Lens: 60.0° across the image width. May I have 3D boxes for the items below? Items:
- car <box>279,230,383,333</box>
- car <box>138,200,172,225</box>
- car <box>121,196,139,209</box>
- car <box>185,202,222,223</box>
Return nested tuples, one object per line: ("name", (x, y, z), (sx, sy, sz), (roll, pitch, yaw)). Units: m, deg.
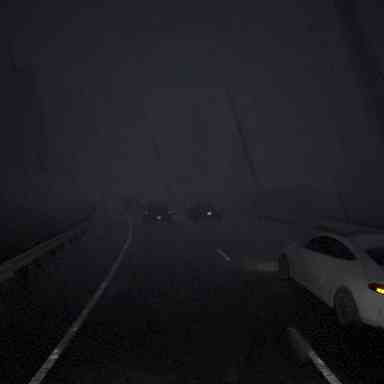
("car", (3.231, 1.477, 6.622), (1.812, 1.442, 4.674), (0, 0, -4))
("car", (-2.492, 1.390, 22.878), (1.812, 1.442, 4.674), (0, 0, -11))
("car", (-7.440, 1.273, 40.227), (1.837, 1.490, 4.892), (0, 0, -20))
("car", (0.762, 1.411, 24.412), (1.994, 1.385, 4.181), (0, 0, -12))
